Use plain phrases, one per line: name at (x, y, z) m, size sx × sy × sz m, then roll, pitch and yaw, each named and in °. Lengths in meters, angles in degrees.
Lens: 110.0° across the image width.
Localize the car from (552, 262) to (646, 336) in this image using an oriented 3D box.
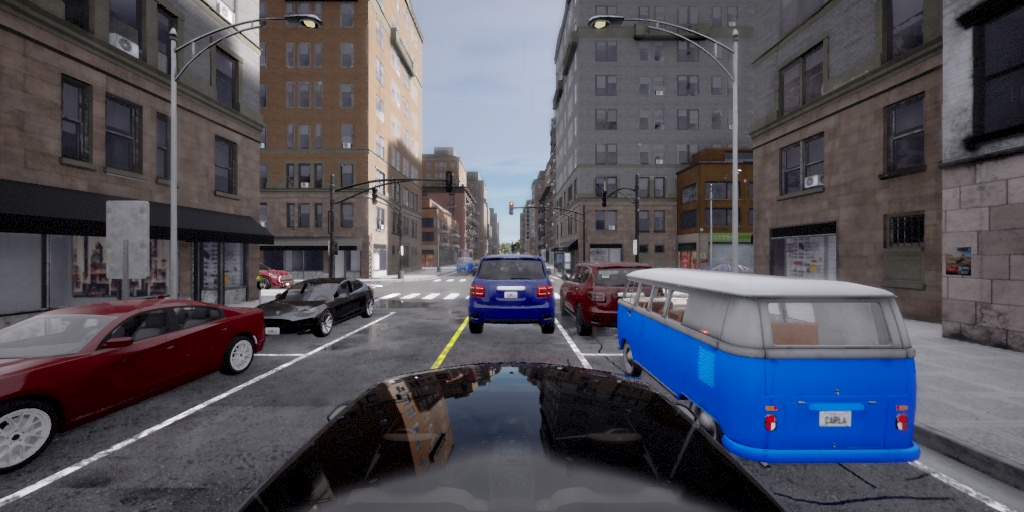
car at (2.616, 1.065, 10.287) m, size 2.192 × 1.841 × 5.009 m, roll 0°, pitch 0°, yaw 0°

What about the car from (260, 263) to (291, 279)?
car at (-16.084, 1.164, 22.105) m, size 4.553 × 1.767 × 2.097 m, roll 0°, pitch 0°, yaw 0°

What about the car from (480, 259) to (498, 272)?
car at (-2.995, 1.237, 47.920) m, size 2.128 × 1.511 × 4.902 m, roll 0°, pitch 0°, yaw 0°

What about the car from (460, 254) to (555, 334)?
car at (0.036, 0.971, 10.789) m, size 2.150 × 2.045 × 5.566 m, roll 0°, pitch 0°, yaw 1°

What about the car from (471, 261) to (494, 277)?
car at (-2.947, 1.252, 36.656) m, size 1.837 × 1.490 × 4.892 m, roll 0°, pitch 0°, yaw 1°

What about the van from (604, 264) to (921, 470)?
van at (2.634, 1.091, 4.776) m, size 1.690 × 1.789 × 3.998 m, roll 0°, pitch 0°, yaw 0°

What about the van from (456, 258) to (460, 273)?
van at (-5.535, 1.086, 42.224) m, size 1.690 × 1.789 × 3.998 m, roll 0°, pitch 0°, yaw 0°

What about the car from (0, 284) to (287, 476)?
car at (-5.391, 1.295, 4.750) m, size 1.888 × 1.381 × 4.507 m, roll 0°, pitch 0°, yaw 0°

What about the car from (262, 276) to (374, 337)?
car at (-5.409, 1.316, 10.260) m, size 1.948 × 1.339 × 4.313 m, roll 0°, pitch 0°, yaw 0°

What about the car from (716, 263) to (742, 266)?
car at (14.685, 1.225, 25.202) m, size 5.357 × 1.411 × 2.033 m, roll 0°, pitch 0°, yaw 0°
